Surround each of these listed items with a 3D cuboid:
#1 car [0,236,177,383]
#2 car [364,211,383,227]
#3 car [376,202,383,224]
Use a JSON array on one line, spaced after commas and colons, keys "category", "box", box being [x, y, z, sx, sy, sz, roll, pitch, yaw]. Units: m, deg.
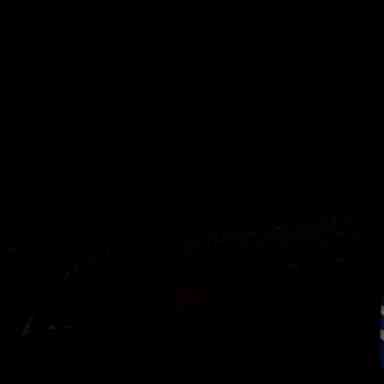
[{"category": "car", "box": [-1.778, 1.416, 4.029, 1.837, 1.490, 4.892, 2, 1, 22]}, {"category": "car", "box": [13.962, 1.668, 21.862, 2.163, 1.488, 4.792, -1, 2, -39]}, {"category": "car", "box": [16.133, 1.587, 23.591, 2.097, 1.535, 5.008, -1, 2, -39]}]
